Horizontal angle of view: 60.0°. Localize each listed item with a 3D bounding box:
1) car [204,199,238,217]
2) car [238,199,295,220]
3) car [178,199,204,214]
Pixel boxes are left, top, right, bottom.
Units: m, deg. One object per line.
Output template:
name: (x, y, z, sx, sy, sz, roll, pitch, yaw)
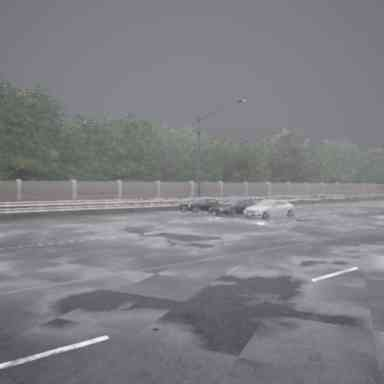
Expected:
car: (3.925, 1.304, 28.290, 5.357, 1.411, 2.033, -1, 1, -37)
car: (6.024, 1.286, 25.488, 4.674, 1.442, 1.812, -1, 0, -37)
car: (1.053, 1.270, 30.518, 4.718, 1.301, 1.895, 1, 0, -37)
